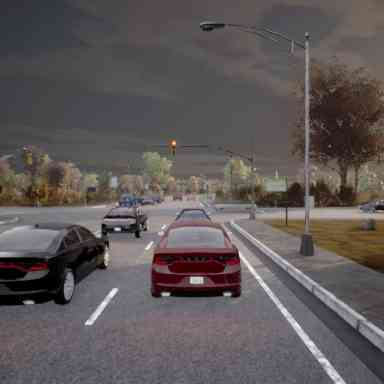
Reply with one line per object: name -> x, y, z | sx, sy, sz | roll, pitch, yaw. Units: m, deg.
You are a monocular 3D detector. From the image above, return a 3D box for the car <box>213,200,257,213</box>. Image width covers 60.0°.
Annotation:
car -> 4.588, 1.600, 36.780 | 4.718, 1.301, 1.895 | 0, 0, -6

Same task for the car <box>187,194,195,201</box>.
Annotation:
car -> -0.204, 1.348, 85.809 | 2.097, 1.767, 4.553 | 0, 0, 0

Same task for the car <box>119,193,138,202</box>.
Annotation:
car -> -10.685, 1.221, 55.856 | 2.150, 2.045, 5.566 | 0, 0, 2

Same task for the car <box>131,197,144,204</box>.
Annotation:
car -> -10.686, 1.601, 65.623 | 1.895, 1.301, 4.718 | 0, 0, 0

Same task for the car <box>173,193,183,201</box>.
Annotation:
car -> -3.703, 1.217, 85.445 | 2.150, 2.045, 5.566 | 0, 0, 0

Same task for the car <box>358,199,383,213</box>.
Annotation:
car -> 20.939, 1.487, 36.605 | 4.902, 1.511, 2.128 | 0, 0, 3

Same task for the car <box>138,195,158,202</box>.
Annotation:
car -> -7.223, 1.564, 55.437 | 1.994, 1.385, 4.181 | 0, 0, -1

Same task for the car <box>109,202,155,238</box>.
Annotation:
car -> -3.434, 1.491, 17.628 | 2.128, 1.511, 4.902 | 0, 0, -1

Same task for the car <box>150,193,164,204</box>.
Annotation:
car -> -7.197, 1.221, 64.551 | 2.150, 2.045, 5.566 | 0, 0, 1

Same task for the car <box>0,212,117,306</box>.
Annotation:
car -> -3.417, 1.478, 8.141 | 1.882, 1.535, 5.008 | 0, 0, 0

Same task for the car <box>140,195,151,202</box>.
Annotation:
car -> -10.684, 1.500, 75.904 | 1.837, 1.490, 4.892 | 0, 0, 0

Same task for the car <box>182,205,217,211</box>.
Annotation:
car -> 0.061, 1.564, 17.605 | 1.994, 1.385, 4.181 | 0, 0, 0

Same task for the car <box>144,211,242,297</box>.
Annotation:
car -> 0.081, 1.478, 8.616 | 1.882, 1.535, 5.008 | 0, 0, 0
